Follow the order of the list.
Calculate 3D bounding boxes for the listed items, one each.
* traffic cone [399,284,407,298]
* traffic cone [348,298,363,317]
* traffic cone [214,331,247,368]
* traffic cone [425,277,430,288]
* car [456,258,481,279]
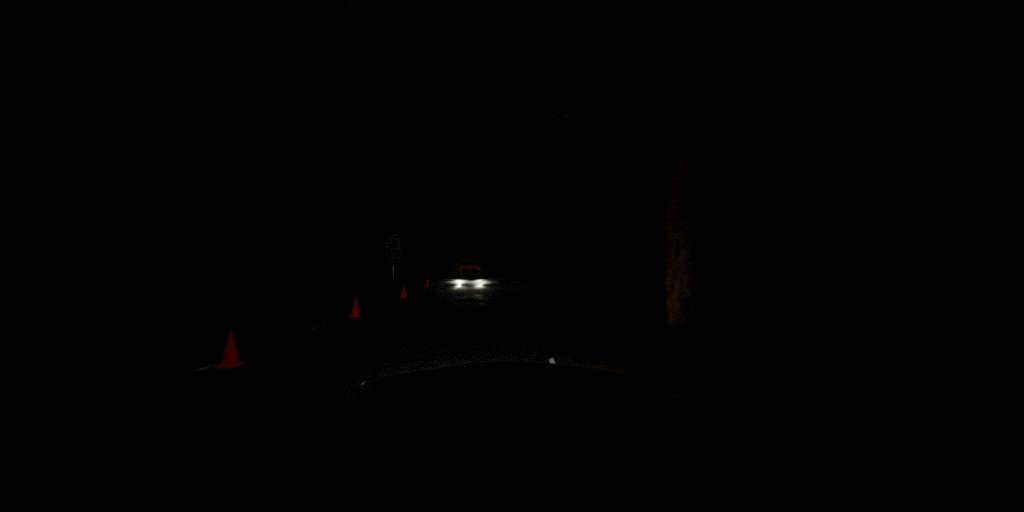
[{"bbox_3d":[-4.917,1.586,16.293,0.340,0.580,0.340,0,0,0],"label":"traffic cone"},{"bbox_3d":[-4.929,1.605,11.303,0.340,0.580,0.340,0,0,0],"label":"traffic cone"},{"bbox_3d":[-4.943,1.623,6.304,0.340,0.580,0.340,0,0,0],"label":"traffic cone"},{"bbox_3d":[-5.015,1.555,21.188,0.340,0.580,0.340,0,0,-2],"label":"traffic cone"},{"bbox_3d":[-3.685,0.986,30.004,1.882,1.535,5.008,1,1,-11],"label":"car"}]
